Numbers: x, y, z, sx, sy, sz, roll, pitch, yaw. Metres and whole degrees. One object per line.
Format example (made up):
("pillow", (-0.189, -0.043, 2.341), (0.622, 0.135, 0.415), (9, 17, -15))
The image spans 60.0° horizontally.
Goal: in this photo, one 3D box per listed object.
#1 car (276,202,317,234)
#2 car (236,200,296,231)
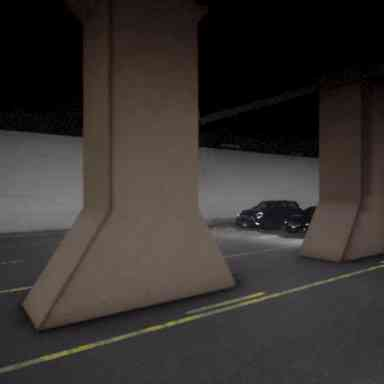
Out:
("car", (6.893, 1.439, 17.496), (4.892, 1.490, 1.837), (0, 0, -35))
("car", (4.842, 1.287, 20.331), (4.553, 1.767, 2.097), (0, 0, -35))
